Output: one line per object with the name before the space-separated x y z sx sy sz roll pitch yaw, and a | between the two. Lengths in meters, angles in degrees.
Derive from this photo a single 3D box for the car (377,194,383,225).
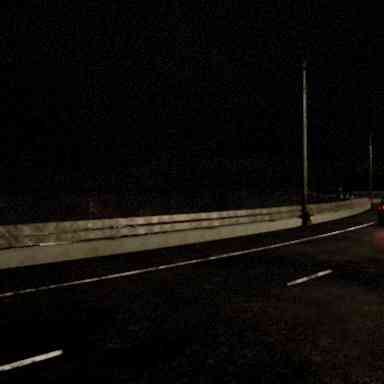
car | 13.537 1.029 21.319 2.150 2.045 5.566 0 1 40
